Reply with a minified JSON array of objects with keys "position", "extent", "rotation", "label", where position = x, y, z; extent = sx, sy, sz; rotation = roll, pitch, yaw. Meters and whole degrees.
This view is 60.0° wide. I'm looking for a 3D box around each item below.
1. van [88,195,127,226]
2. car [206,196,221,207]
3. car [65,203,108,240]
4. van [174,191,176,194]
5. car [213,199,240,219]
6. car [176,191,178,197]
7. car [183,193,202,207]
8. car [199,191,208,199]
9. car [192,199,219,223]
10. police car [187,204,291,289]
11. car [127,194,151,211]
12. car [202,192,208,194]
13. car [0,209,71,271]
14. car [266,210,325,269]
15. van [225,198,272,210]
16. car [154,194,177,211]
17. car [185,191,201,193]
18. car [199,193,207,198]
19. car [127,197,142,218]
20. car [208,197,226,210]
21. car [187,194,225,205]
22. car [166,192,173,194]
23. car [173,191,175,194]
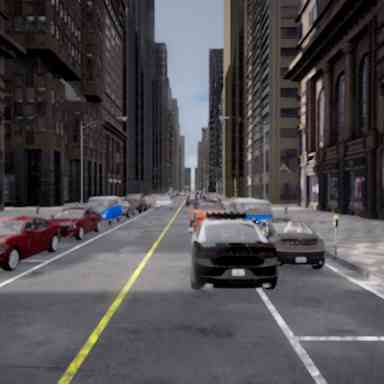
[{"position":[-5.728,1.188,21.873],"extent":[1.690,1.788,3.998],"rotation":[0,0,0],"label":"van"},{"position":[2.831,1.276,44.348],"extent":[1.802,1.307,4.206],"rotation":[0,0,0],"label":"car"},{"position":[-5.737,1.430,16.256],"extent":[1.887,1.381,4.507],"rotation":[0,0,0],"label":"car"},{"position":[-5.634,0.786,83.674],"extent":[1.690,1.788,3.998],"rotation":[0,0,0],"label":"van"},{"position":[2.806,1.333,27.662],"extent":[1.752,1.417,4.829],"rotation":[0,0,0],"label":"car"},{"position":[-5.626,0.955,89.294],"extent":[1.887,1.381,4.507],"rotation":[0,0,0],"label":"car"},{"position":[0.090,1.210,45.825],"extent":[1.812,1.442,4.674],"rotation":[0,0,1],"label":"car"},{"position":[2.891,0.760,83.677],"extent":[2.192,1.841,5.009],"rotation":[0,0,0],"label":"car"},{"position":[0.939,1.332,25.005],"extent":[1.837,1.490,4.892],"rotation":[0,0,0],"label":"car"},{"position":[0.915,1.360,9.115],"extent":[1.930,1.638,5.238],"rotation":[0,0,0],"label":"police car"},{"position":[-5.711,1.086,33.110],"extent":[2.192,1.841,5.009],"rotation":[0,0,0],"label":"car"},{"position":[2.840,1.182,50.136],"extent":[1.752,1.417,4.829],"rotation":[0,0,0],"label":"car"},{"position":[-5.745,1.469,10.638],"extent":[1.887,1.381,4.507],"rotation":[0,0,0],"label":"car"},{"position":[2.780,1.475,10.636],"extent":[2.008,1.369,4.403],"rotation":[0,0,0],"label":"car"},{"position":[2.788,1.227,16.253],"extent":[1.690,1.788,3.998],"rotation":[0,0,0],"label":"van"},{"position":[-3.018,1.267,37.364],"extent":[1.812,1.442,4.674],"rotation":[0,0,1],"label":"car"},{"position":[0.092,1.075,59.425],"extent":[1.882,1.535,5.008],"rotation":[0,0,0],"label":"car"},{"position":[2.899,0.976,89.297],"extent":[1.947,1.339,4.313],"rotation":[0,0,0],"label":"car"},{"position":[-5.720,1.360,27.493],"extent":[2.008,1.369,4.403],"rotation":[0,0,0],"label":"car"},{"position":[2.823,1.314,38.730],"extent":[1.802,1.307,4.206],"rotation":[0,0,0],"label":"car"},{"position":[0.929,1.218,18.974],"extent":[2.097,1.767,4.553],"rotation":[0,0,0],"label":"car"},{"position":[-5.651,1.097,72.439],"extent":[1.802,1.307,4.206],"rotation":[0,0,0],"label":"car"},{"position":[-5.643,1.046,78.058],"extent":[1.947,1.339,4.313],"rotation":[0,0,0],"label":"car"}]
